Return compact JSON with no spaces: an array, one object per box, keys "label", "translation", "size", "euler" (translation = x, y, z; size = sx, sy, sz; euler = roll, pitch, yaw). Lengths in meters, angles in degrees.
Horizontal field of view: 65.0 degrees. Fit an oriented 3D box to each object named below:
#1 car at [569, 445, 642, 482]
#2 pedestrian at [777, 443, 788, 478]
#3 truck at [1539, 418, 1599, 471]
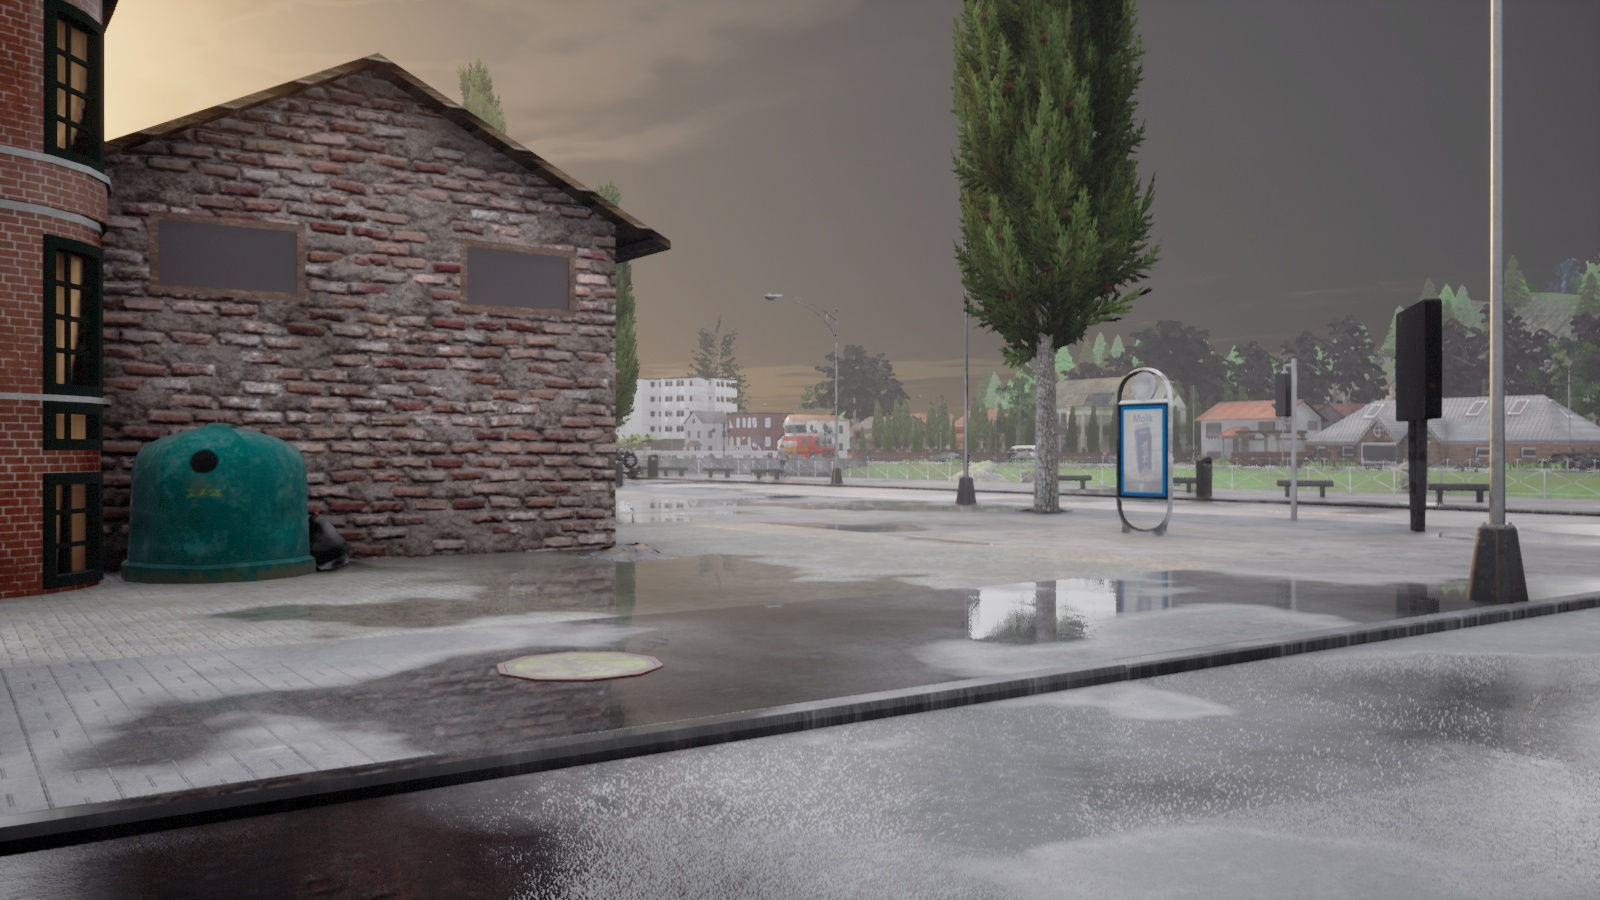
[{"label":"car","translation":[-10.153,0.671,65.282],"size":[1.932,1.855,4.605],"euler":[0,0,-35]},{"label":"pedestrian","translation":[-0.922,0.526,66.112],"size":[0.354,1.836,0.706],"euler":[0,0,-20]},{"label":"truck","translation":[53.237,-0.375,82.151],"size":[2.891,3.462,7.936],"euler":[0,0,-35]}]
